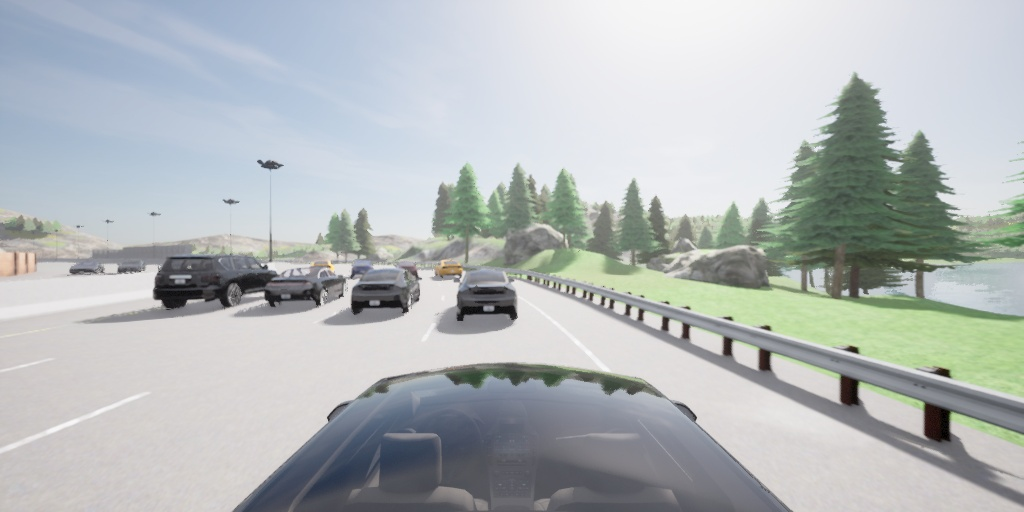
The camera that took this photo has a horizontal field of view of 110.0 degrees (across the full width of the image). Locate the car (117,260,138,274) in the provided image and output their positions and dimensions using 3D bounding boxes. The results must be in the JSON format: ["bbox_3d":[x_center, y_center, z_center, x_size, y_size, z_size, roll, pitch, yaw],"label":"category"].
[{"bbox_3d":[-42.497,1.218,40.216,1.837,1.490,4.892,0,0,-39],"label":"car"}]

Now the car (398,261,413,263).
[{"bbox_3d":[-9.432,1.144,31.717,1.812,1.442,4.674,0,0,-21],"label":"car"}]

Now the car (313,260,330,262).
[{"bbox_3d":[-17.809,1.122,33.635,1.882,1.535,5.008,0,0,-24],"label":"car"}]

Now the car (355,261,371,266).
[{"bbox_3d":[-13.514,1.158,32.428,1.812,1.442,4.674,0,0,-22],"label":"car"}]

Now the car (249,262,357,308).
[{"bbox_3d":[-8.402,1.201,15.044,2.128,1.511,4.902,0,0,-10],"label":"car"}]

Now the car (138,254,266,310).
[{"bbox_3d":[-11.860,0.947,14.927,2.150,2.045,5.566,0,0,-10],"label":"car"}]

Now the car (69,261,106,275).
[{"bbox_3d":[-45.736,1.283,38.766,2.033,1.411,5.357,0,0,-39],"label":"car"}]

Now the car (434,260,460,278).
[{"bbox_3d":[-5.606,1.082,31.406,1.882,1.535,5.008,0,0,-19],"label":"car"}]

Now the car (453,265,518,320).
[{"bbox_3d":[-0.935,1.198,12.364,1.837,1.490,4.892,0,0,-7],"label":"car"}]

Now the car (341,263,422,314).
[{"bbox_3d":[-4.617,1.207,13.613,1.837,1.490,4.892,0,0,-8],"label":"car"}]
